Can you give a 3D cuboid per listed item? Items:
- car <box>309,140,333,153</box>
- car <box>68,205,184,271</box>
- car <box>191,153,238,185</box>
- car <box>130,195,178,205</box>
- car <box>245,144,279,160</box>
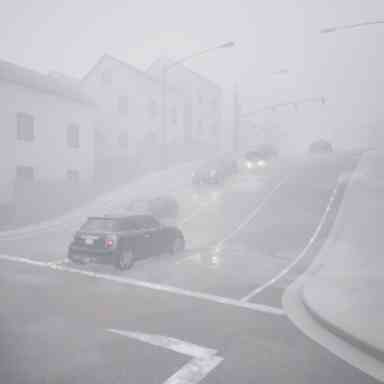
[{"bbox_3d":[15.184,-5.447,39.394,1.812,1.442,4.674,0,8,34],"label":"car"},{"bbox_3d":[-2.122,1.536,12.033,2.097,1.767,4.553,0,0,28],"label":"car"},{"bbox_3d":[1.709,-1.834,25.084,2.097,1.767,4.553,0,18,32],"label":"car"},{"bbox_3d":[-2.515,1.071,18.306,1.812,1.442,4.674,0,14,32],"label":"car"},{"bbox_3d":[7.228,-4.121,33.763,2.033,1.411,5.357,0,9,34],"label":"car"}]
